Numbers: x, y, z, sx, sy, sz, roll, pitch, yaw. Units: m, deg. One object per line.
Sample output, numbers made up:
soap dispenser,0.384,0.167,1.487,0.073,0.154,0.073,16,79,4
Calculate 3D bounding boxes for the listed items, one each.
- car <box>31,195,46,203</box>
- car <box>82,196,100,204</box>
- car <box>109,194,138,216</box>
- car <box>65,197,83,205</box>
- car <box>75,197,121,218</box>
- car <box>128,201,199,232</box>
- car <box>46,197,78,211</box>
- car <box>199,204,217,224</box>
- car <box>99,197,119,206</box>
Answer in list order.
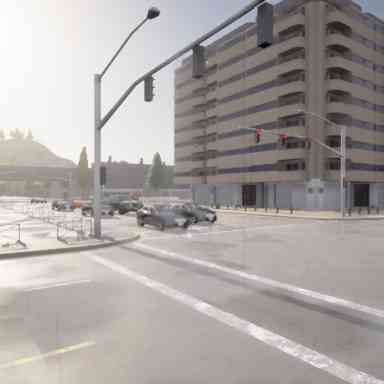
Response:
car,-24.709,1.273,53.557,1.837,1.490,4.892,0,0,-35
car,-19.679,1.533,64.794,1.882,1.535,5.008,0,0,-35
car,-7.090,1.274,34.571,2.150,2.045,5.566,0,0,-35
car,-22.087,1.619,62.139,1.994,1.385,4.181,0,0,-35
car,-8.807,1.548,30.937,2.128,1.511,4.902,0,0,-35
car,-1.914,1.546,20.885,2.128,1.511,4.902,0,0,-32
car,-15.982,1.548,41.080,2.128,1.511,4.902,0,0,-35
car,-0.131,1.547,24.783,2.128,1.511,4.902,0,0,-36
car,-14.280,1.581,57.170,1.812,1.442,4.674,0,0,-35
